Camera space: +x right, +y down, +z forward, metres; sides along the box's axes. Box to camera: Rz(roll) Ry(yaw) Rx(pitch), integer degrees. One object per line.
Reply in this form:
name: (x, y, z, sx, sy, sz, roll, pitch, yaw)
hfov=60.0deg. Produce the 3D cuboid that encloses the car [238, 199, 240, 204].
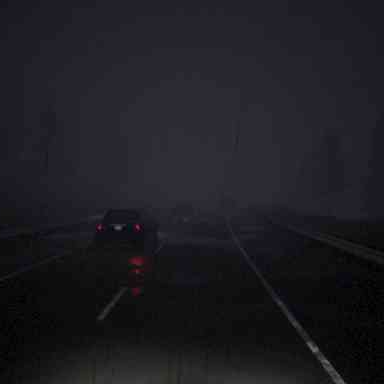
car: (11.549, 2.411, 86.781, 1.895, 1.301, 4.718, 0, -1, 14)

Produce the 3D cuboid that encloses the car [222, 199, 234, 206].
car: (7.747, 2.175, 70.814, 2.033, 1.411, 5.357, 0, -1, 13)

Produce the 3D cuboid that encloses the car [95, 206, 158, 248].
car: (-2.936, 1.523, 15.754, 2.097, 1.767, 4.553, 0, -1, 3)

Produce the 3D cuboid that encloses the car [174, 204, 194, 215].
car: (-0.890, 2.037, 39.807, 1.895, 1.301, 4.718, 0, -1, 7)

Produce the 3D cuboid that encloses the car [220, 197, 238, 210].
car: (5.839, 1.827, 54.325, 2.150, 2.045, 5.566, 0, -1, 10)
